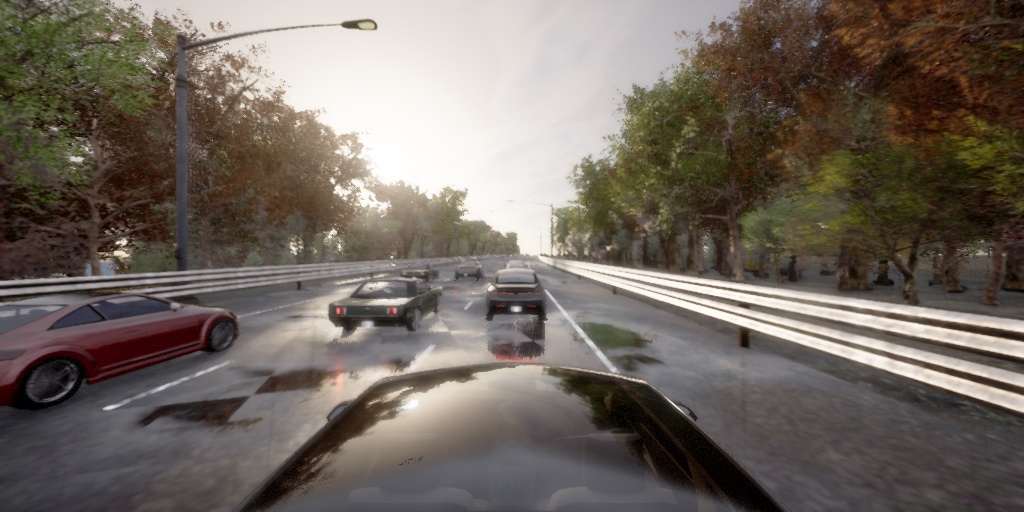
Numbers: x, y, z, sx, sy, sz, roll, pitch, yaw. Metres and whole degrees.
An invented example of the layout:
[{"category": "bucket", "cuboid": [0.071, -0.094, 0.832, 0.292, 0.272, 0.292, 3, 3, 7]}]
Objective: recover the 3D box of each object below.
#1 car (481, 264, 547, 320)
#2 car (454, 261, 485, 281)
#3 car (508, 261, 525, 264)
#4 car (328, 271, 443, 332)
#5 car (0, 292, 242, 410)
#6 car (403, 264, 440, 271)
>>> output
[{"category": "car", "cuboid": [0.144, 1.200, 12.348, 1.837, 1.490, 4.892, 0, 0, 0]}, {"category": "car", "cuboid": [-3.184, 1.098, 27.517, 2.128, 1.511, 4.902, 0, 0, 1]}, {"category": "car", "cuboid": [0.331, 1.126, 28.496, 1.812, 1.442, 4.674, 0, 0, 1]}, {"category": "car", "cuboid": [-3.370, 1.304, 10.653, 1.895, 1.301, 4.718, 0, 0, 0]}, {"category": "car", "cuboid": [-6.908, 1.291, 6.090, 1.994, 1.385, 4.181, 0, 0, 1]}, {"category": "car", "cuboid": [-6.698, 1.213, 26.756, 1.895, 1.301, 4.718, 0, 0, 1]}]
